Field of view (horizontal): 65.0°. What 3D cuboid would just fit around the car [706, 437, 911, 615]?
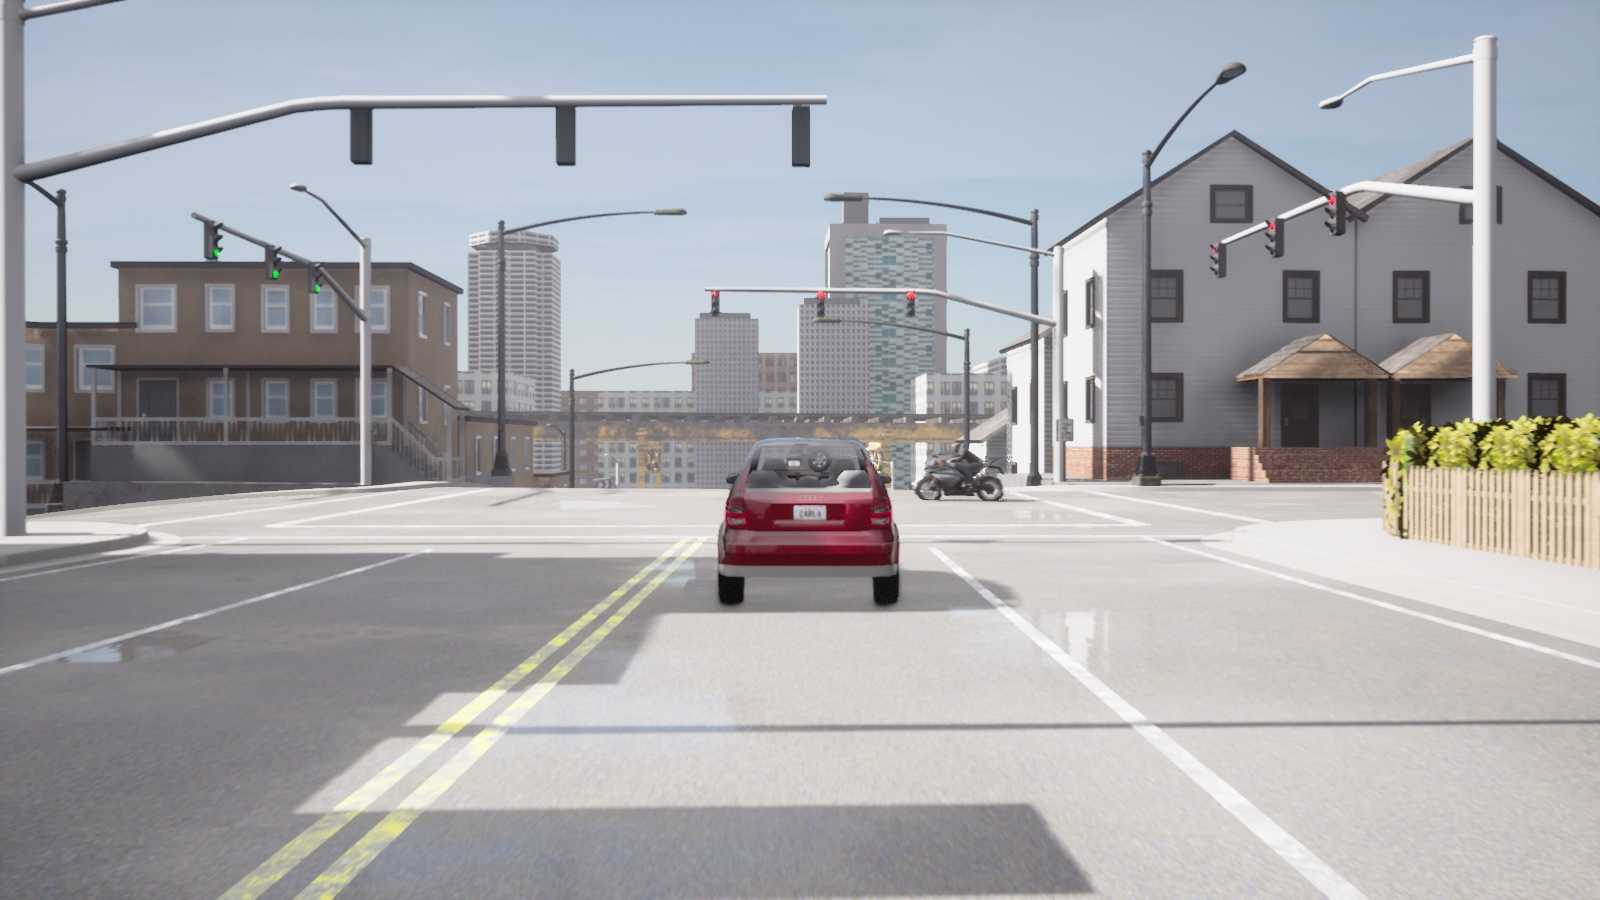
[{"bbox_3d":[0.087,0.653,12.849,1.789,1.549,3.705,0,0,0],"label":"car"}]

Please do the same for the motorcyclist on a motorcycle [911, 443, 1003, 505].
[{"bbox_3d":[3.963,0.595,31.776,2.191,1.530,0.866,0,0,0],"label":"motorcyclist on a motorcycle"}]
